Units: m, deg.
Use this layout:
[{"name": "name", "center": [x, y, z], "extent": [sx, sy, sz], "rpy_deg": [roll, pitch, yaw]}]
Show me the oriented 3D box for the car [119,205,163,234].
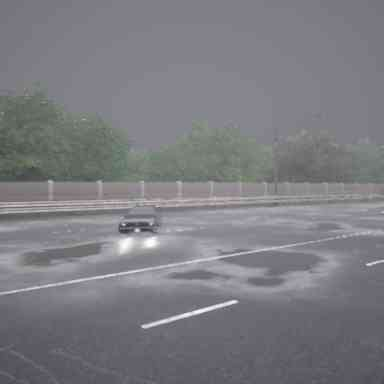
[{"name": "car", "center": [-2.705, 1.470, 18.954], "extent": [2.033, 1.411, 5.357], "rpy_deg": [-1, 1, 0]}]
